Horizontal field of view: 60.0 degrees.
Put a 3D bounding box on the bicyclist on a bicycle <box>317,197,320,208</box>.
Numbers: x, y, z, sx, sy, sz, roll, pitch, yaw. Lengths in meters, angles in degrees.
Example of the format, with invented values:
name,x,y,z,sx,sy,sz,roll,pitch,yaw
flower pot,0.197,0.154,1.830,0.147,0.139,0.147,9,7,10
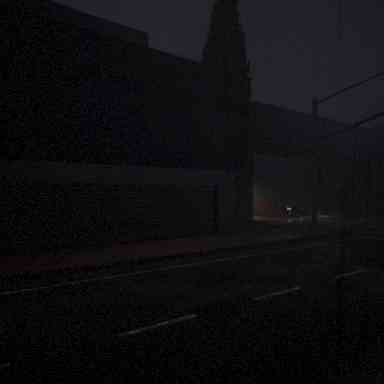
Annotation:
name,x,y,z,sx,sy,sz,roll,pitch,yaw
bicyclist on a bicycle,16.181,1.303,43.227,1.656,1.620,0.582,0,0,-37

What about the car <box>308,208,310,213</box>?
name,x,y,z,sx,sy,sz,roll,pitch,yaw
car,9.387,1.526,33.132,1.812,1.442,4.674,0,0,-37

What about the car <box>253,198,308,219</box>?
name,x,y,z,sx,sy,sz,roll,pitch,yaw
car,7.566,1.352,29.720,2.097,1.767,4.553,0,0,-37
